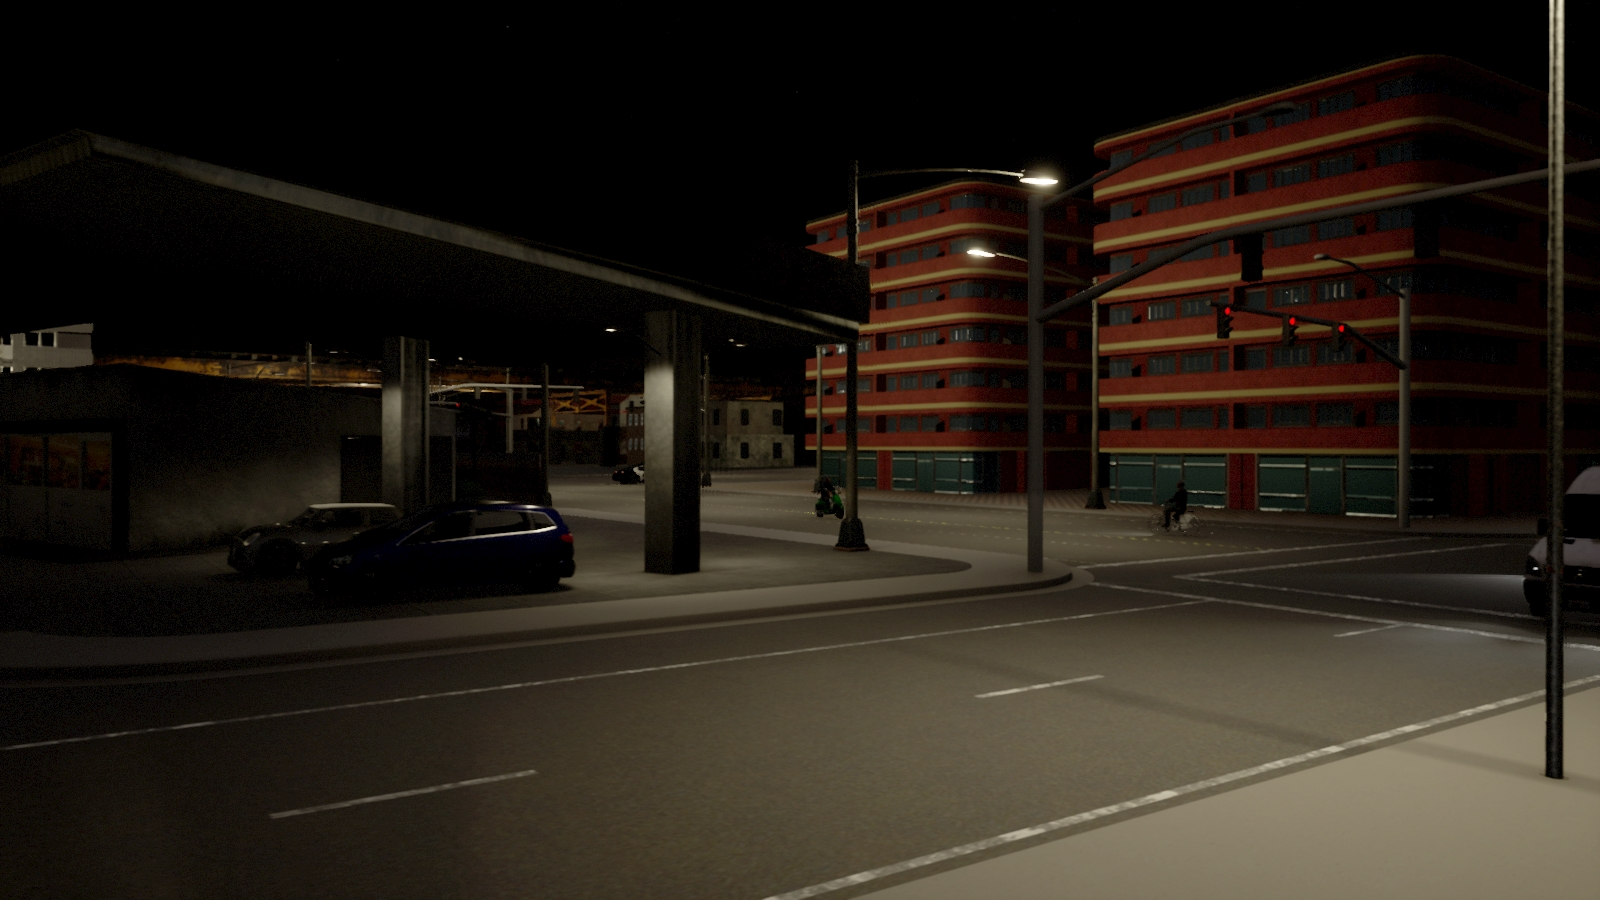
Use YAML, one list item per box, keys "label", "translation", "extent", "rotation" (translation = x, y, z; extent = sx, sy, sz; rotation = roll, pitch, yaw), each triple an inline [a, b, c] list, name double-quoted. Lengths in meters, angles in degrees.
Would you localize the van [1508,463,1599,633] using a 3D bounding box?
- label: "van"
  translation: [14.496, 1.522, 19.449]
  extent: [5.915, 2.561, 1.988]
  rotation: [0, 0, -35]
